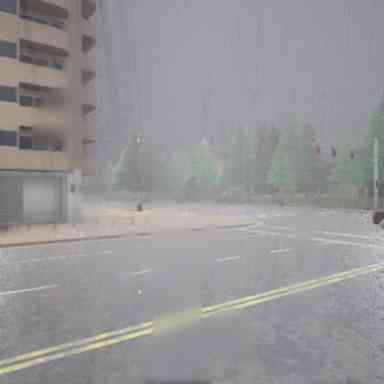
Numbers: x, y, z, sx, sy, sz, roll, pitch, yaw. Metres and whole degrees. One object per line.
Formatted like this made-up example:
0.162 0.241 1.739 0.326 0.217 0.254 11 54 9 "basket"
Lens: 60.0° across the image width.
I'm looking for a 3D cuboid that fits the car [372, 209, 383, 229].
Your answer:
12.911 1.451 18.758 1.882 1.535 5.008 -1 1 -34 "car"
